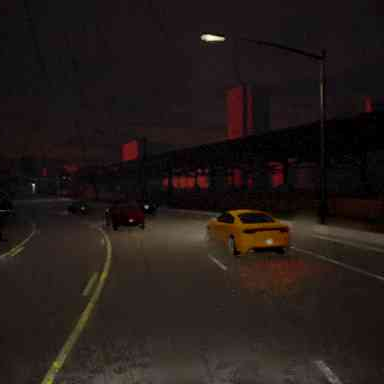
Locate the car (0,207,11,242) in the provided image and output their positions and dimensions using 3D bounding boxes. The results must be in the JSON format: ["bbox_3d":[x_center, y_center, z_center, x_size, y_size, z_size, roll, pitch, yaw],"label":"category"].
[{"bbox_3d":[-9.428,1.656,14.360,1.837,1.490,4.892,-1,0,-18],"label":"car"}]

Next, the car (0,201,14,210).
[{"bbox_3d":[-28.898,2.040,51.876,2.033,1.411,5.357,-1,0,-29],"label":"car"}]

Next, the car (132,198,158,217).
[{"bbox_3d":[-4.843,1.364,30.370,2.097,1.767,4.553,-1,0,-27],"label":"car"}]

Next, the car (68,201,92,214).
[{"bbox_3d":[-12.646,1.733,37.417,1.994,1.385,4.181,-1,0,-29],"label":"car"}]

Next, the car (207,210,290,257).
[{"bbox_3d":[1.956,1.419,12.954,1.882,1.535,5.008,-1,0,-12],"label":"car"}]

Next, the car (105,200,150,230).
[{"bbox_3d":[-4.442,1.516,21.639,1.882,1.535,5.008,-1,0,-22],"label":"car"}]
